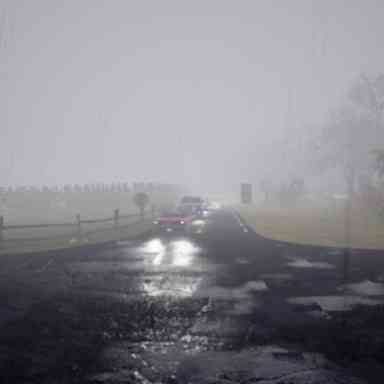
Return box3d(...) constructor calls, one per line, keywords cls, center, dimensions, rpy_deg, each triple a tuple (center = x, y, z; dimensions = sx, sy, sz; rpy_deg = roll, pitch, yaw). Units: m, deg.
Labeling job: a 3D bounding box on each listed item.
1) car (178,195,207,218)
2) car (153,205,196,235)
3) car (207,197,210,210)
box3d(cls="car", center=(-0.051, 1.376, 31.856), dimensions=(2.150, 2.045, 5.566), rpy_deg=(-1, 0, 5))
box3d(cls="car", center=(-1.043, 1.711, 19.792), dimensions=(1.895, 1.301, 4.718), rpy_deg=(-1, 0, 5))
box3d(cls="car", center=(0.946, 1.566, 43.843), dimensions=(2.097, 1.767, 4.553), rpy_deg=(-1, 0, 5))
